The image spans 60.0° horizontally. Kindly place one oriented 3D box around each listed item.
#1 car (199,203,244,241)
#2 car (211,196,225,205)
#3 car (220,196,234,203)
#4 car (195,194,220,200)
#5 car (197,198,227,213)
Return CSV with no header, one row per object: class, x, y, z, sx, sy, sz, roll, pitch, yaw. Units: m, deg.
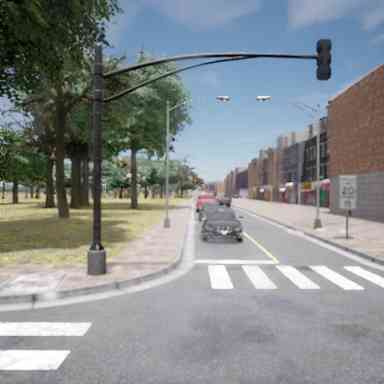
car,1.438,1.551,17.043,1.837,1.490,4.892,0,0,0
car,4.726,1.540,61.340,2.128,1.511,4.902,0,0,0
car,4.630,1.519,48.867,1.837,1.490,4.892,0,0,0
car,1.611,1.212,37.807,2.150,2.045,5.566,0,0,1
car,1.518,1.514,27.095,1.837,1.490,4.892,0,0,1
